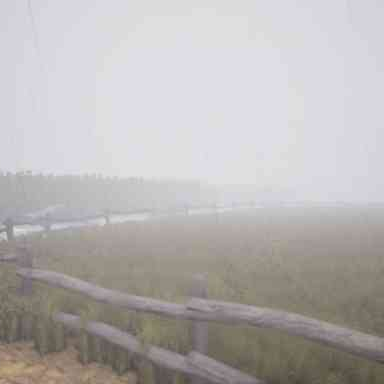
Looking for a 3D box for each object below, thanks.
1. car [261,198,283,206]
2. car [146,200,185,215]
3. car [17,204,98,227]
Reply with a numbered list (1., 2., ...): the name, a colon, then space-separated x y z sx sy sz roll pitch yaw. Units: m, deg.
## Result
1. car: 11.151 1.521 45.934 2.128 1.511 4.902 0 0 36
2. car: -2.439 1.524 32.366 2.128 1.511 4.902 0 0 35
3. car: -9.058 1.579 23.040 2.033 1.411 5.357 0 0 35
